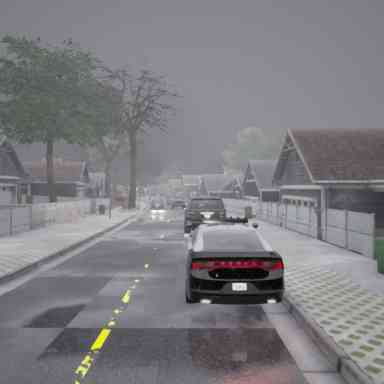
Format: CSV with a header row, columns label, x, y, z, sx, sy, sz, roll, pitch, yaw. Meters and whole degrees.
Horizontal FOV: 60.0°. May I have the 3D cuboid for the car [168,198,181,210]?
label,x,y,z,sx,sy,sz,roll,pitch,yaw
car,-1.992,1.660,46.824,1.837,1.490,4.892,0,0,-5

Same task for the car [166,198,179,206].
label,x,y,z,sx,sy,sz,roll,pitch,yaw
car,-3.735,1.849,61.864,2.033,1.411,5.357,0,-1,-8

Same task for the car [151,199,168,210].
label,x,y,z,sx,sy,sz,roll,pitch,yaw
car,-4.648,1.640,45.133,2.128,1.511,4.902,0,0,-5

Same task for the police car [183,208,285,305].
label,x,y,z,sx,sy,sz,roll,pitch,yaw
police car,0.809,1.429,8.306,1.930,1.638,5.238,0,0,0

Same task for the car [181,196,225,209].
label,x,y,z,sx,sy,sz,roll,pitch,yaw
car,0.645,1.249,18.279,2.150,2.045,5.566,0,0,-2

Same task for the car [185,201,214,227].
label,x,y,z,sx,sy,sz,roll,pitch,yaw
car,0.423,1.493,24.467,1.801,1.575,5.366,0,0,-2
